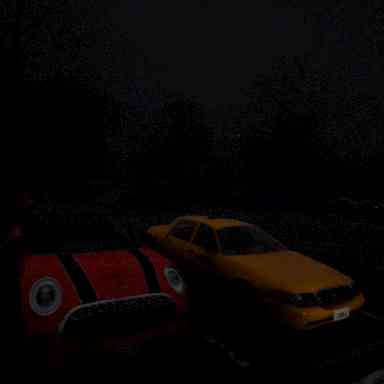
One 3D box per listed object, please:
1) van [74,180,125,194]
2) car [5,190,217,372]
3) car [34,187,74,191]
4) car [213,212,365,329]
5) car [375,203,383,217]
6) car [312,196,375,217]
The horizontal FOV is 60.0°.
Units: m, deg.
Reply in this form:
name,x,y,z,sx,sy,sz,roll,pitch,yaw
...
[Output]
name,x,y,z,sx,sy,sz,roll,pitch,yaw
van,-5.085,0.366,17.806,1.878,1.987,4.442,1,2,-31
car,-1.869,1.040,5.607,2.185,1.767,4.553,1,2,-31
car,-7.639,0.517,16.623,1.946,1.575,5.366,1,2,-31
car,0.731,1.232,6.940,1.946,1.575,5.366,1,2,-31
car,15.314,1.201,30.363,2.185,1.767,4.553,2,2,-31
car,12.621,1.253,28.682,2.002,1.452,4.674,2,2,-31
